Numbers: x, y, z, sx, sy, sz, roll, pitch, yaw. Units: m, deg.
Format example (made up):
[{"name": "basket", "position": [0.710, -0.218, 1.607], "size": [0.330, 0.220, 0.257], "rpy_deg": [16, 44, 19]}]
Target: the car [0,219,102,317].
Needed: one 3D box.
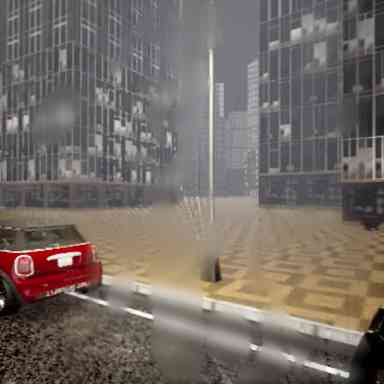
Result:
[{"name": "car", "position": [-4.254, 1.416, 7.866], "size": [4.553, 1.767, 2.097], "rpy_deg": [0, -1, 36]}]

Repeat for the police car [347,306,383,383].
[{"name": "police car", "position": [3.824, 1.451, 1.938], "size": [5.238, 1.638, 1.930], "rpy_deg": [0, -1, 37]}]
